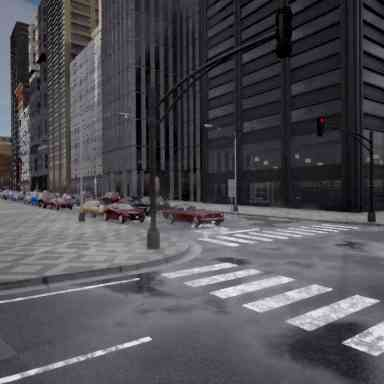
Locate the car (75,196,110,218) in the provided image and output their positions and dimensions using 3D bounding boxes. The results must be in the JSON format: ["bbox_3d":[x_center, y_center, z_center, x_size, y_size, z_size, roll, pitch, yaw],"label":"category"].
[{"bbox_3d":[-8.183,1.353,28.434,1.752,1.417,4.829,0,1,-36],"label":"car"}]

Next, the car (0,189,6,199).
[{"bbox_3d":[-37.986,0.664,69.561,2.192,1.841,5.009,0,1,-36],"label":"car"}]

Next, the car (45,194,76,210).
[{"bbox_3d":[-14.884,1.275,37.681,1.887,1.381,4.507,0,1,-36],"label":"car"}]

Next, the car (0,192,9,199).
[{"bbox_3d":[-44.588,0.778,78.671,1.887,1.381,4.507,0,1,-36],"label":"car"}]

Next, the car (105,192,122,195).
[{"bbox_3d":[-11.279,0.899,47.234,2.192,1.841,5.009,0,1,-36],"label":"car"}]

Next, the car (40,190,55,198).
[{"bbox_3d":[-34.380,0.510,79.114,2.192,1.841,5.009,0,1,-36],"label":"car"}]

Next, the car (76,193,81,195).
[{"bbox_3d":[-16.520,1.165,44.682,1.812,1.442,4.674,-1,1,-35],"label":"car"}]

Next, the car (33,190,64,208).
[{"bbox_3d":[-18.184,0.995,42.234,2.192,1.841,5.009,0,1,-36],"label":"car"}]

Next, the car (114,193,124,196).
[{"bbox_3d":[-7.979,1.200,42.682,1.947,1.339,4.313,0,1,-36],"label":"car"}]

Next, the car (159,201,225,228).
[{"bbox_3d":[0.029,1.479,21.752,1.895,1.301,4.718,-1,1,-35],"label":"car"}]

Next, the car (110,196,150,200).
[{"bbox_3d":[-5.248,1.370,29.079,1.994,1.385,4.181,-1,1,-36],"label":"car"}]

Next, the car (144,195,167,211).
[{"bbox_3d":[-4.108,1.101,32.948,2.097,1.767,4.553,-1,1,-36],"label":"car"}]

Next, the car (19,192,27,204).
[{"bbox_3d":[-24.786,1.126,51.345,2.008,1.369,4.403,0,1,-36],"label":"car"}]

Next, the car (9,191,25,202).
[{"bbox_3d":[-31.386,0.903,60.453,1.967,1.590,4.097,0,1,-36],"label":"car"}]

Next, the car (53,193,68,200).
[{"bbox_3d":[-27.781,0.854,70.007,1.887,1.381,4.507,0,1,-36],"label":"car"}]

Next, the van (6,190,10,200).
[{"bbox_3d":[-34.685,0.747,65.007,1.690,1.788,3.998,0,1,-36],"label":"van"}]

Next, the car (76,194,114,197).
[{"bbox_3d":[-10.740,1.275,36.663,2.033,1.411,5.357,-1,1,-36],"label":"car"}]

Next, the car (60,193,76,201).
[{"bbox_3d":[-24.481,0.948,65.454,1.802,1.307,4.206,0,1,-36],"label":"car"}]

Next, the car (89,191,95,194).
[{"bbox_3d":[-17.879,0.793,56.343,2.192,1.841,5.009,0,1,-36],"label":"car"}]

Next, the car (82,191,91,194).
[{"bbox_3d":[-18.227,1.028,52.391,2.128,1.511,4.902,-1,1,-35],"label":"car"}]

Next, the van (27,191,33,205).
[{"bbox_3d":[-21.484,0.970,46.789,1.690,1.788,3.998,0,1,-36],"label":"van"}]

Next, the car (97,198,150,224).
[{"bbox_3d":[-4.982,1.416,24.017,1.887,1.381,4.507,0,1,-36],"label":"car"}]
